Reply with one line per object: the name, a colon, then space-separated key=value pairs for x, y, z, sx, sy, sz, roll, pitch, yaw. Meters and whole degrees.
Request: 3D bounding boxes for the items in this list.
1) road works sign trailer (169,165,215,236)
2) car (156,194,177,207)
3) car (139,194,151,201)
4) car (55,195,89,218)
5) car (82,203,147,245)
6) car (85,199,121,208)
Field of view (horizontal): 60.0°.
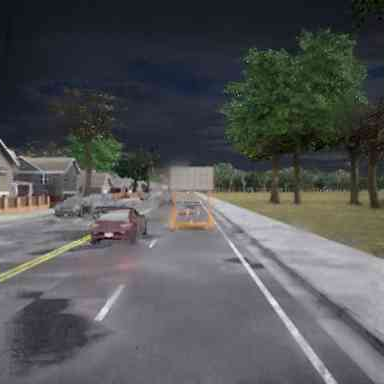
road works sign trailer: x=-0.003 y=0.353 z=17.676 sx=2.380 sy=3.560 sz=2.880 roll=0 pitch=0 yaw=0
car: x=-3.159 y=1.094 z=44.363 sx=2.097 sy=1.767 sz=4.553 roll=0 pitch=0 yaw=0
car: x=-9.764 y=1.111 z=69.293 sx=1.837 sy=1.490 sz=4.892 roll=0 pitch=0 yaw=0
car: x=-9.851 y=1.182 z=28.219 sx=2.097 sy=1.767 sz=4.553 roll=0 pitch=0 yaw=0
car: x=-3.153 y=1.431 z=14.913 sx=1.812 sy=1.442 sz=4.674 roll=0 pitch=0 yaw=0
car: x=-6.605 y=1.385 z=26.918 sx=2.033 sy=1.411 sz=5.357 roll=0 pitch=0 yaw=0
